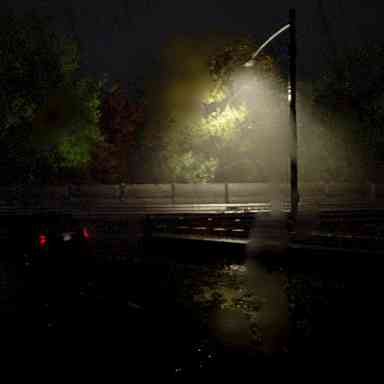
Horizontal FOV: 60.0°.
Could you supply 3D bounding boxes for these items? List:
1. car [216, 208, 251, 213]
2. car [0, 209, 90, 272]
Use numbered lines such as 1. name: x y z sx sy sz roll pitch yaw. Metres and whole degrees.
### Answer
1. car: 2.238 1.644 20.021 4.181 1.385 1.994 -1 0 -3
2. car: -5.666 1.460 11.316 4.553 1.767 2.097 -1 0 31
